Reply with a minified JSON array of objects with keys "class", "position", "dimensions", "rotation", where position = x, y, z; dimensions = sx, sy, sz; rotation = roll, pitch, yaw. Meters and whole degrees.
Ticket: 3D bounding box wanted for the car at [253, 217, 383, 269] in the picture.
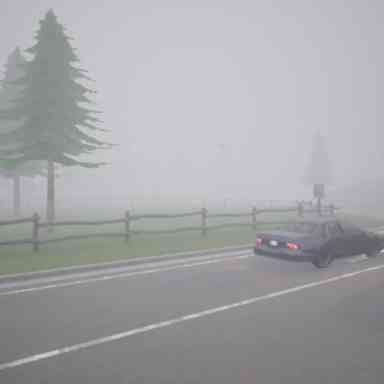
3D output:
[{"class":"car","position":[4.463,1.563,11.253],"dimensions":[5.357,1.411,2.033],"rotation":[0,0,-35]}]
